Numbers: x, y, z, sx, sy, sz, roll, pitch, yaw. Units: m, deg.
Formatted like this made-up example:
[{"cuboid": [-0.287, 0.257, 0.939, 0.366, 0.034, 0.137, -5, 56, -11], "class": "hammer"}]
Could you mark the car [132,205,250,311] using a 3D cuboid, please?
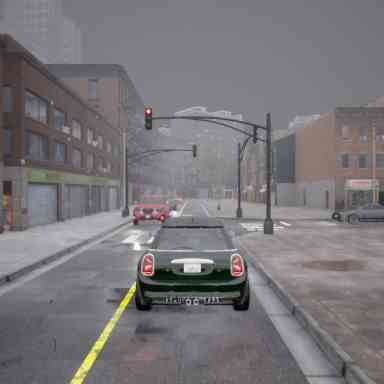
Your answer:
[{"cuboid": [0.023, 1.352, 7.933, 2.097, 1.767, 4.553, 0, 0, 0], "class": "car"}]

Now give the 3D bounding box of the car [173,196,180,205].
[{"cuboid": [-2.771, 1.517, 40.209, 1.837, 1.490, 4.892, 0, 0, 0], "class": "car"}]

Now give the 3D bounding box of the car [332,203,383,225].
[{"cuboid": [12.059, 1.489, 23.257, 4.181, 1.385, 1.994, 0, 0, 0], "class": "car"}]

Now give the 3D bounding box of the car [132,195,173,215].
[{"cuboid": [-2.805, 1.226, 23.871, 2.150, 2.045, 5.566, 0, 0, 0], "class": "car"}]

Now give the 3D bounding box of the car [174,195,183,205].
[{"cuboid": [-2.718, 1.384, 58.078, 2.097, 1.767, 4.553, 0, 0, 0], "class": "car"}]
